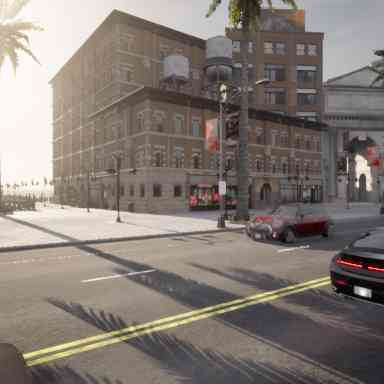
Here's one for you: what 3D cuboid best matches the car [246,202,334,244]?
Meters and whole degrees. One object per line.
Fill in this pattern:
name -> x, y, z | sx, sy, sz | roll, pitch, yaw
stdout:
car -> 4.729, 1.351, 15.860 | 4.553, 1.767, 2.097 | 0, 0, -35

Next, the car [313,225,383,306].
car -> 4.973, 1.505, 7.257 | 4.892, 1.490, 1.837 | 0, 0, -36

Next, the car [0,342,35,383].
car -> -3.440, 1.547, 1.282 | 5.357, 1.411, 2.033 | 0, 0, -36
